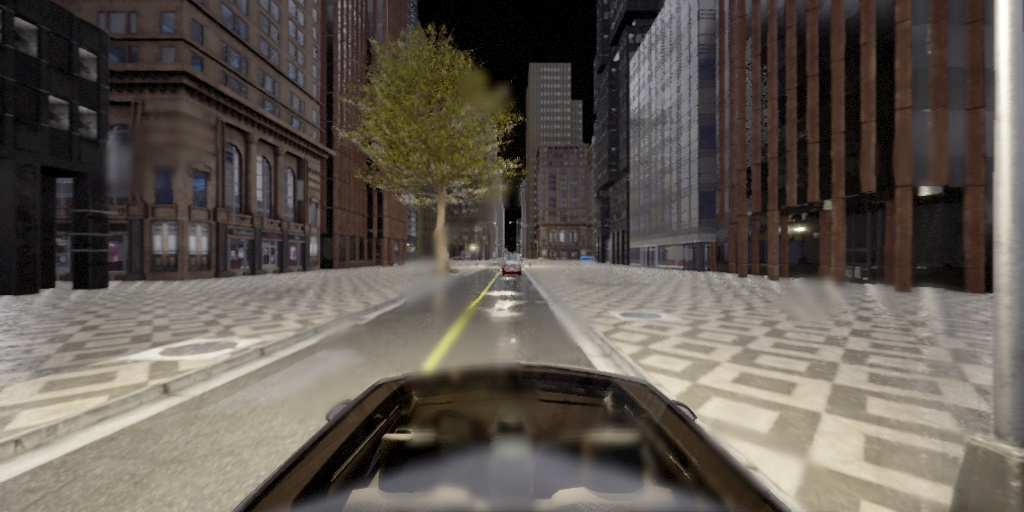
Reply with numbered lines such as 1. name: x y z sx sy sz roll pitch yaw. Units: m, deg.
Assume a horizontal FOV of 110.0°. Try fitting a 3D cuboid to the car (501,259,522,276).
1. car: -0.016 1.225 36.045 2.163 1.488 4.792 0 0 0
